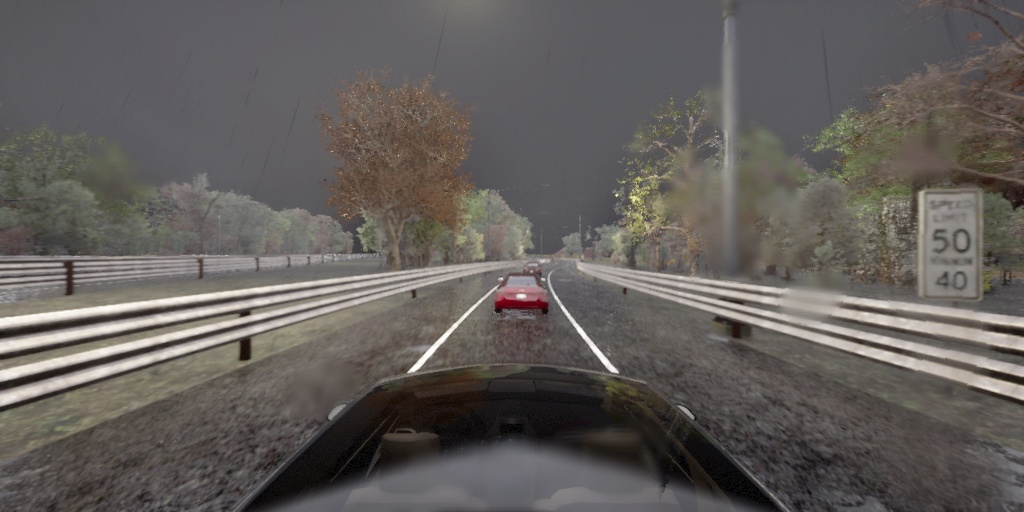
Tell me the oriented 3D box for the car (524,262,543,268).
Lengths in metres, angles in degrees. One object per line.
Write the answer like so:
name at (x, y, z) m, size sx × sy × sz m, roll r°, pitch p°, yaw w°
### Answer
car at (2.240, 1.379, 37.831) m, size 1.812 × 1.442 × 4.674 m, roll 0°, pitch 0°, yaw 7°

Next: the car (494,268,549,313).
car at (0.397, 1.348, 14.245) m, size 1.994 × 1.385 × 4.181 m, roll 0°, pitch 0°, yaw 2°
